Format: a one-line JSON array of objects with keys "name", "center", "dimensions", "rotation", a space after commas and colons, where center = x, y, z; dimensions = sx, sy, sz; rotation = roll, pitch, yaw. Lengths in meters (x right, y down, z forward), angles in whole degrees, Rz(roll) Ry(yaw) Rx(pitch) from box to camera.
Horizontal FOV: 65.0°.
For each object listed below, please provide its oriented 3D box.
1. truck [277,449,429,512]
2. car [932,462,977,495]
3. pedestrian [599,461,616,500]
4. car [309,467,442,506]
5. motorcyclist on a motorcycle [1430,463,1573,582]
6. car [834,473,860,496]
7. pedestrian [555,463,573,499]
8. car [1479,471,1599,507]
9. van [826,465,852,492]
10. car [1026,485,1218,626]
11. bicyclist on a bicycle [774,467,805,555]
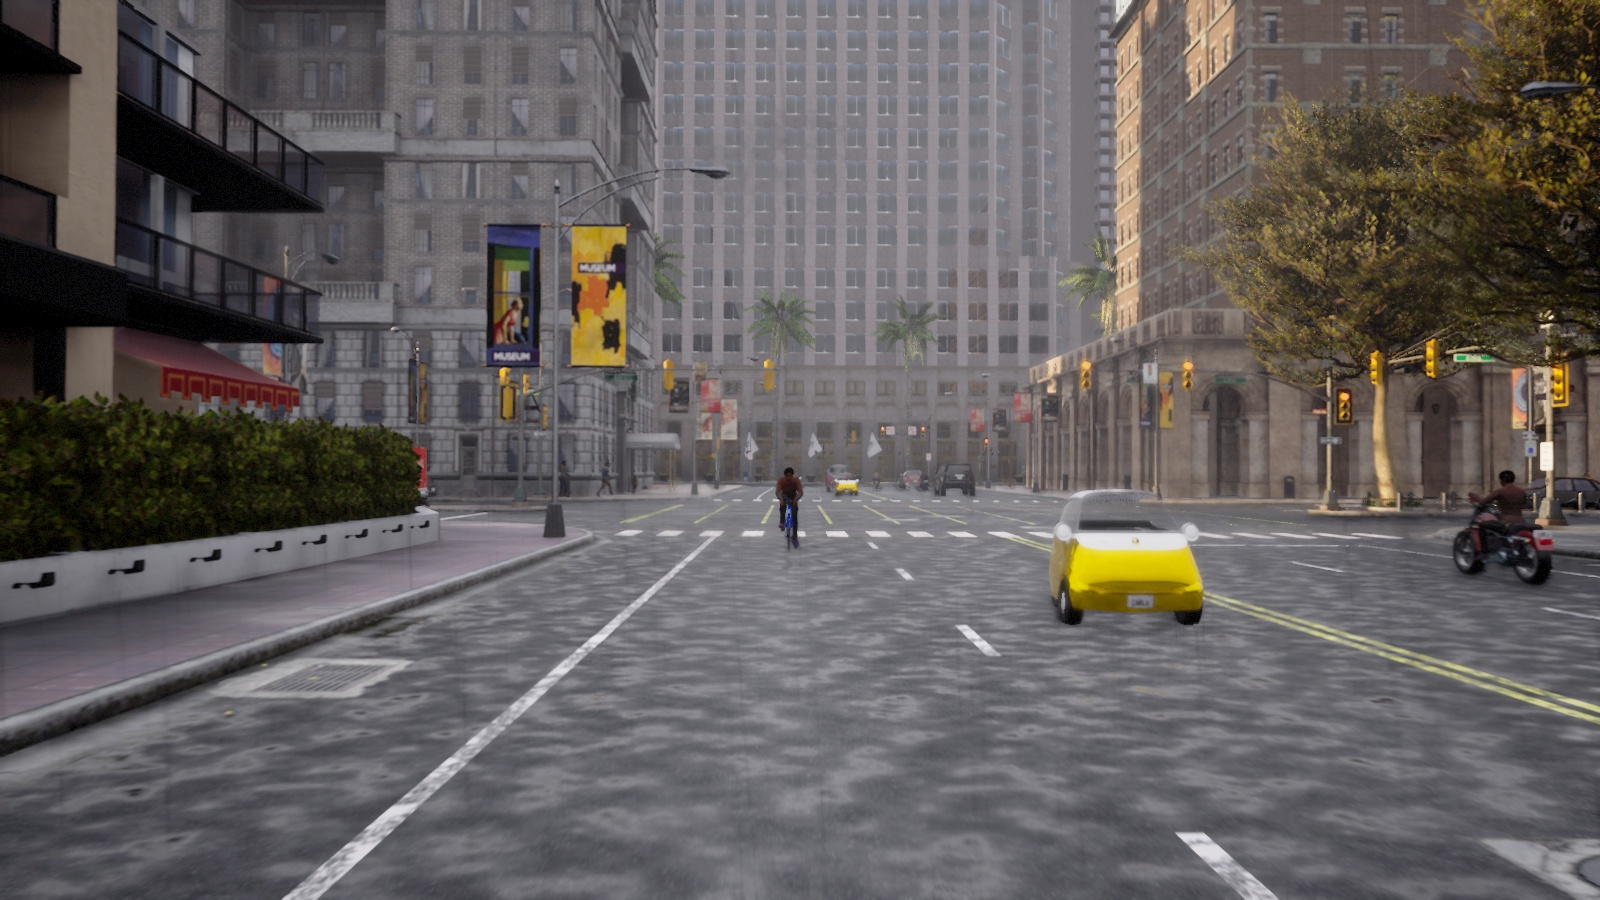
[{"name": "truck", "center": [-18.040, 1.230, 50.920], "dimensions": [5.204, 2.467, 2.627], "rotation": [0, -1, 0]}, {"name": "car", "center": [9.877, 1.814, 80.446], "dimensions": [2.150, 2.045, 5.566], "rotation": [0, -1, 0]}, {"name": "pedestrian", "center": [-9.741, 1.551, 63.538], "dimensions": [0.788, 1.949, 0.423], "rotation": [0, -1, -11]}, {"name": "car", "center": [-18.324, 1.557, 54.415], "dimensions": [5.027, 1.651, 2.152], "rotation": [0, -1, 0]}, {"name": "motorcyclist on a motorcycle", "center": [10.344, 1.030, 18.635], "dimensions": [0.766, 1.649, 2.350], "rotation": [0, -1, 0]}, {"name": "car", "center": [2.899, 2.132, 77.698], "dimensions": [1.481, 1.376, 2.207], "rotation": [0, -1, 0]}, {"name": "pedestrian", "center": [-11.966, 1.562, 63.693], "dimensions": [0.869, 1.805, 0.328], "rotation": [0, -1, 0]}, {"name": "car", "center": [30.759, 1.576, 50.910], "dimensions": [5.357, 1.411, 2.033], "rotation": [0, -1, 1]}, {"name": "van", "center": [2.871, 2.096, 93.969], "dimensions": [1.775, 1.987, 4.442], "rotation": [0, -1, 0]}, {"name": "car", "center": [3.383, 1.078, 13.538], "dimensions": [1.481, 1.376, 2.207], "rotation": [0, -1, 0]}, {"name": "bicyclist on a bicycle", "center": [-0.200, 1.171, 24.527], "dimensions": [0.582, 1.620, 1.656], "rotation": [0, 1, 0]}]
